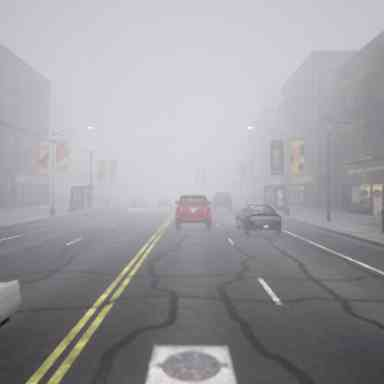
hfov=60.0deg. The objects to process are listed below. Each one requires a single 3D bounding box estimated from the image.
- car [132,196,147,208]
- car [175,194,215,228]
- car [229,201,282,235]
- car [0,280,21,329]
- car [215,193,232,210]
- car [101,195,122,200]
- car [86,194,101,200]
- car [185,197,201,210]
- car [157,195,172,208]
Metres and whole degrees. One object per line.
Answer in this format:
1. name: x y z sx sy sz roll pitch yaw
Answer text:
1. car: -7.506 1.385 47.491 2.128 1.511 4.902 0 0 -6
2. car: 0.077 1.173 21.671 2.150 2.045 5.566 0 0 0
3. car: 3.581 1.448 18.509 2.128 1.511 4.902 0 0 0
4. car: -3.603 1.595 2.968 1.895 1.301 4.718 0 0 0
5. car: 3.546 1.123 40.461 2.150 2.045 5.566 0 0 0
6. car: -20.548 1.402 86.110 4.718 1.301 1.895 0 0 30
7. car: -25.854 1.323 88.274 4.674 1.452 2.002 0 0 20
8. car: 0.021 1.383 41.279 1.882 1.535 5.008 0 0 -1
9. car: -3.905 1.439 47.457 2.033 1.411 5.357 0 0 -4
